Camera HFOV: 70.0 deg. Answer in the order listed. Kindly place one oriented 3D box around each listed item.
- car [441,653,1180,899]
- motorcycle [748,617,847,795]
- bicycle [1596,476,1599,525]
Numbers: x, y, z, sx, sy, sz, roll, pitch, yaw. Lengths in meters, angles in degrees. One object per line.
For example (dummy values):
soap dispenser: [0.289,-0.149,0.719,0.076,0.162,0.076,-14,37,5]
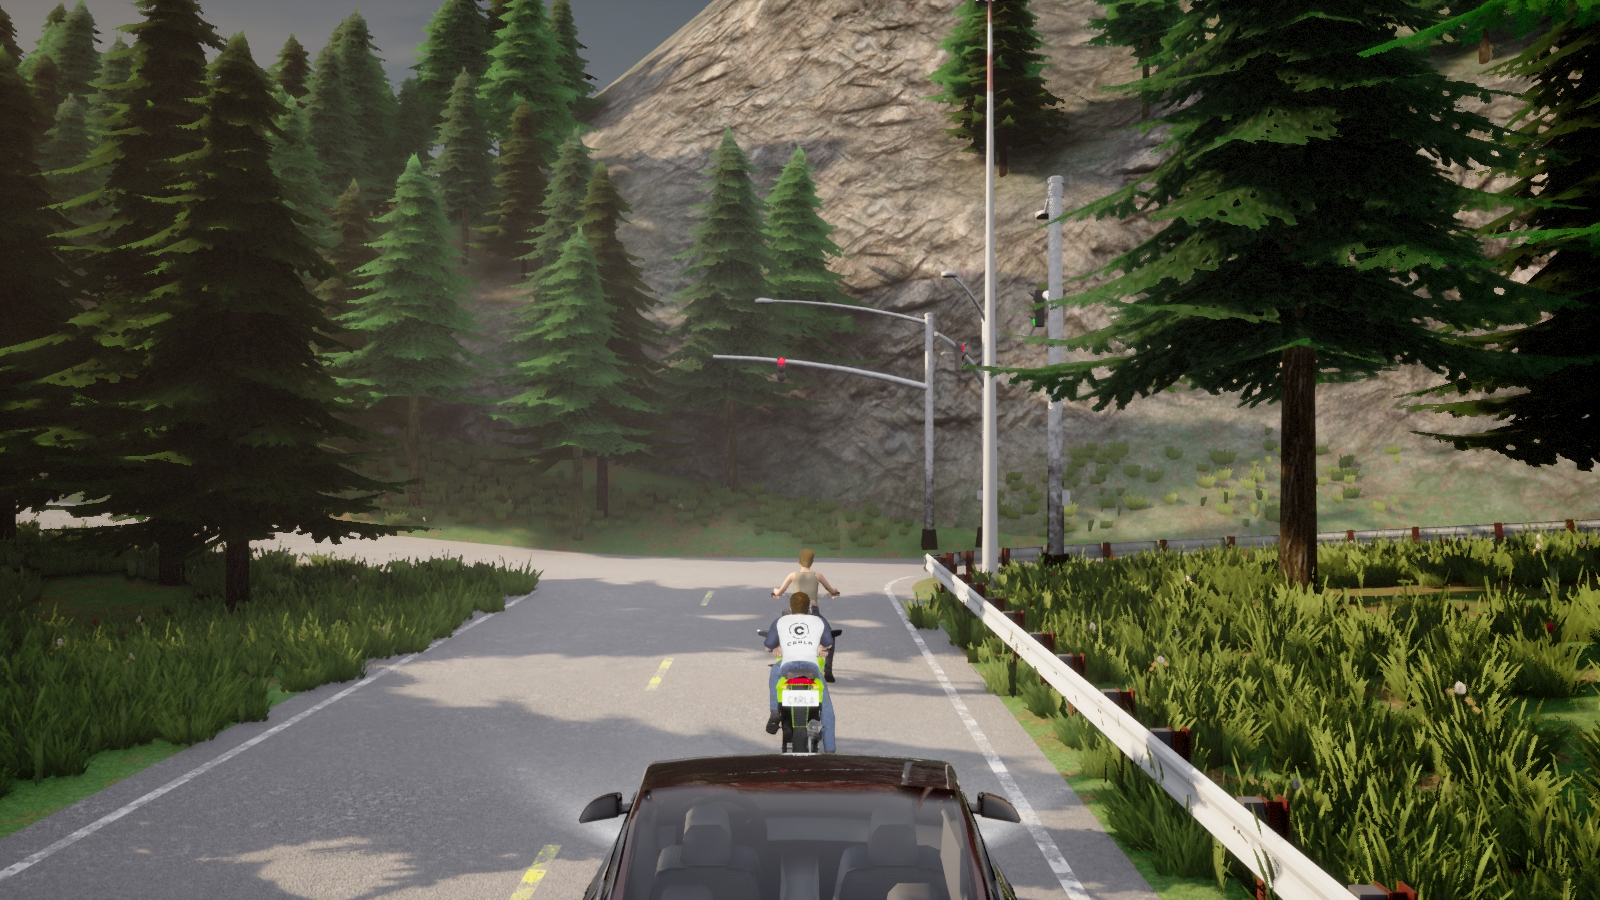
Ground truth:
car: [0.029,2.063,5.012,2.163,1.488,4.792,0,0,0]
motorcycle: [-0.020,2.213,10.238,0.803,1.145,2.033,0,0,0]
bicycle: [21.726,1.355,29.474,1.835,1.471,0.329,-5,-2,26]
